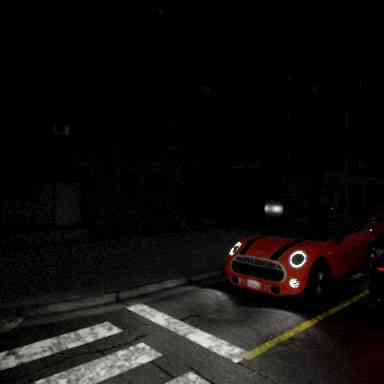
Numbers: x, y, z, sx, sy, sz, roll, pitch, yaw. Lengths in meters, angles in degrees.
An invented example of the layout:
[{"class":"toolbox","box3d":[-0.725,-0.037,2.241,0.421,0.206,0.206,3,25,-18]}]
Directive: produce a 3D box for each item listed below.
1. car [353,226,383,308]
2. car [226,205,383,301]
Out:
[{"class":"car","box3d":[5.277,1.485,6.778,4.892,1.490,1.837,0,0,-43]},{"class":"car","box3d":[2.907,1.318,8.432,4.553,1.767,2.097,0,0,-43]}]
